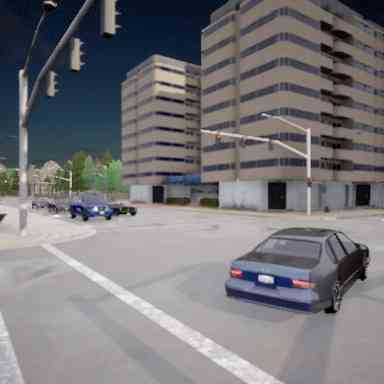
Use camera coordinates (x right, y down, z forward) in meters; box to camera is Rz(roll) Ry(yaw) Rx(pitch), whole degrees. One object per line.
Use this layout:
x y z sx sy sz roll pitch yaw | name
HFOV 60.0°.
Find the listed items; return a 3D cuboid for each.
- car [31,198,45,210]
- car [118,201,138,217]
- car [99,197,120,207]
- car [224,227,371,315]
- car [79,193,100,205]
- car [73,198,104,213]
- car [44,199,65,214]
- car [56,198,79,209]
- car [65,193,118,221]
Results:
-19.815 1.546 43.742 2.033 1.411 5.357 0 0 -35 | car
-6.891 1.599 31.336 1.895 1.301 4.718 0 0 -35 | car
-13.150 1.560 52.863 1.994 1.385 4.181 0 0 -34 | car
2.763 1.547 7.752 2.033 1.411 5.357 0 0 36 | car
-18.856 1.218 61.000 2.150 2.045 5.566 0 0 -35 | car
-12.224 1.489 38.977 2.128 1.511 4.902 0 0 -35 | car
-13.950 1.503 35.331 1.837 1.490 4.892 0 0 -35 | car
-17.534 1.598 46.598 1.895 1.301 4.718 0 0 -35 | car
-8.353 1.220 27.315 2.150 2.045 5.566 0 0 -35 | car
